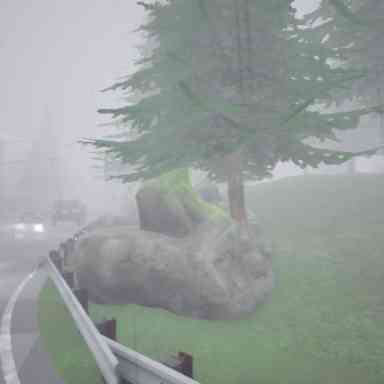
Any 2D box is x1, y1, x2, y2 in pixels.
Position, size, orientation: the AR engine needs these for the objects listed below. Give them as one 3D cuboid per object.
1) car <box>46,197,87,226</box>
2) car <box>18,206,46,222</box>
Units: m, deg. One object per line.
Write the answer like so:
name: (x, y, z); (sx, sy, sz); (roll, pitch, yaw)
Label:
car: (-9.996, 1.624, 27.251); (2.150, 2.045, 5.566); (1, -1, -12)
car: (-14.416, 2.008, 30.739); (1.895, 1.301, 4.718); (1, -1, -12)
